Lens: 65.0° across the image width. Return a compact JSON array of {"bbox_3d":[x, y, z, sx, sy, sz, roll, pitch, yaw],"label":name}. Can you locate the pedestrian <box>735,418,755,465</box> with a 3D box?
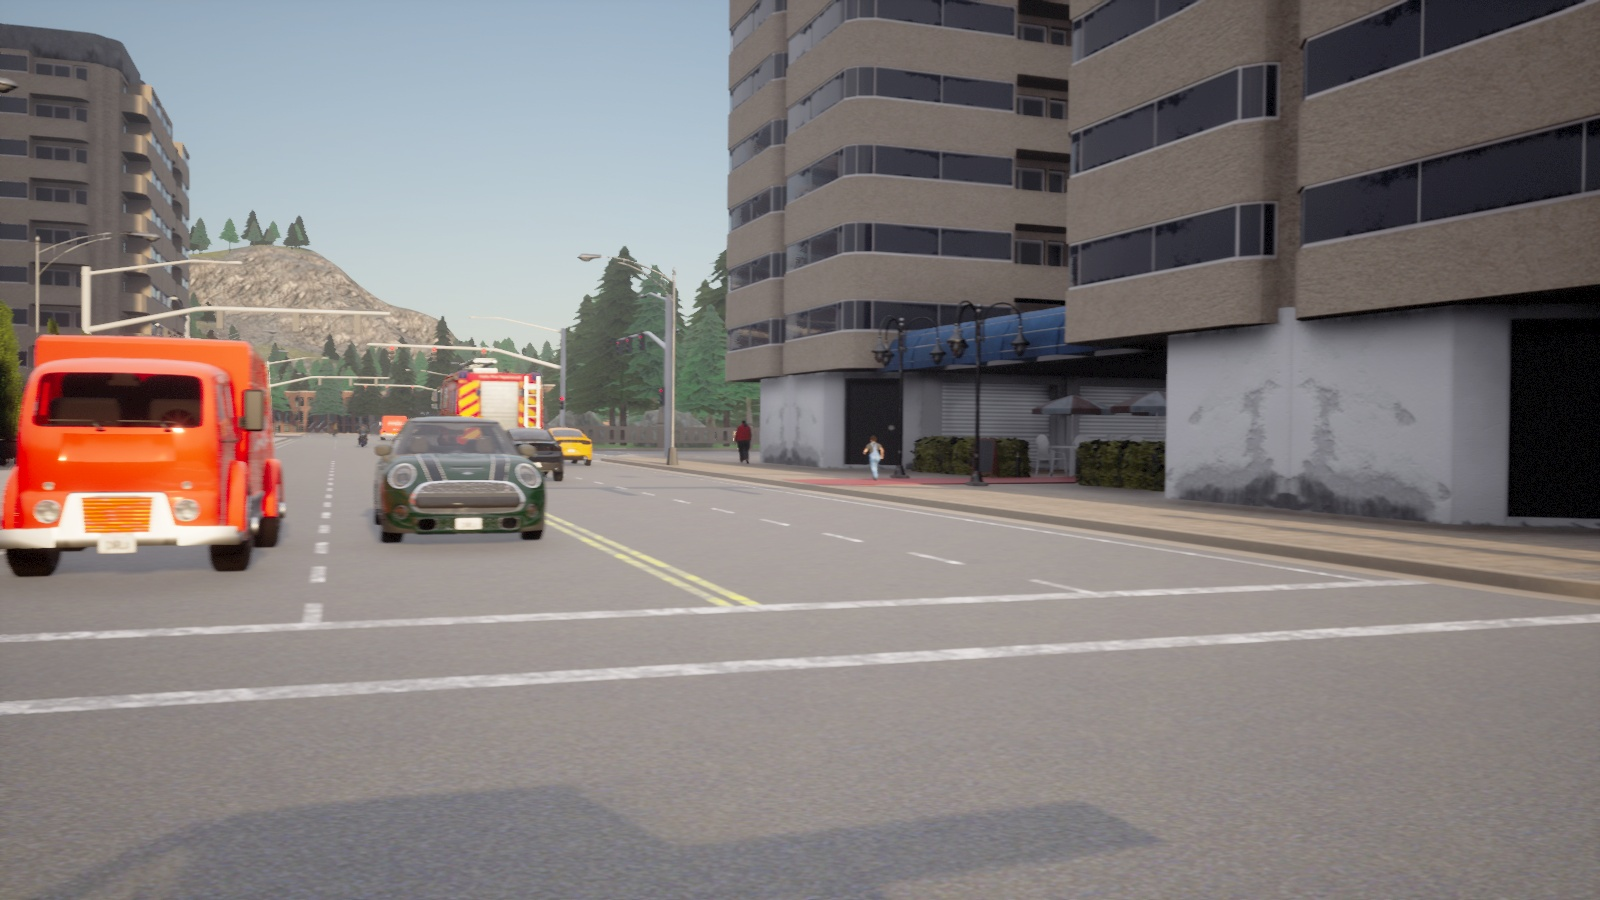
[{"bbox_3d":[-2.202,-0.341,50.459,0.634,1.844,0.899,-1,1,-13],"label":"pedestrian"}]

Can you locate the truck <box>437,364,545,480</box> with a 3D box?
[{"bbox_3d":[-11.476,-0.991,46.017,2.891,3.827,8.468,-1,1,-20],"label":"truck"}]

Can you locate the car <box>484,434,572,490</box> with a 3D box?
[{"bbox_3d":[-8.006,0.293,36.648,1.837,1.490,4.892,-1,1,-20],"label":"car"}]

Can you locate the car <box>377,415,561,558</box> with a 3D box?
[{"bbox_3d":[-4.877,0.416,18.019,2.097,1.767,4.553,-1,1,-20],"label":"car"}]

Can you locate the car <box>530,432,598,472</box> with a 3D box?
[{"bbox_3d":[-9.707,0.044,51.392,1.882,1.535,5.008,-1,1,-20],"label":"car"}]

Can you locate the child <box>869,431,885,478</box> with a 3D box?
[{"bbox_3d":[2.104,0.117,34.211,0.270,1.263,0.437,-1,1,-22],"label":"child"}]

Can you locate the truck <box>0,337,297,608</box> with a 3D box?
[{"bbox_3d":[-7.212,0.158,14.218,2.627,2.467,5.204,-1,1,-20],"label":"truck"}]
